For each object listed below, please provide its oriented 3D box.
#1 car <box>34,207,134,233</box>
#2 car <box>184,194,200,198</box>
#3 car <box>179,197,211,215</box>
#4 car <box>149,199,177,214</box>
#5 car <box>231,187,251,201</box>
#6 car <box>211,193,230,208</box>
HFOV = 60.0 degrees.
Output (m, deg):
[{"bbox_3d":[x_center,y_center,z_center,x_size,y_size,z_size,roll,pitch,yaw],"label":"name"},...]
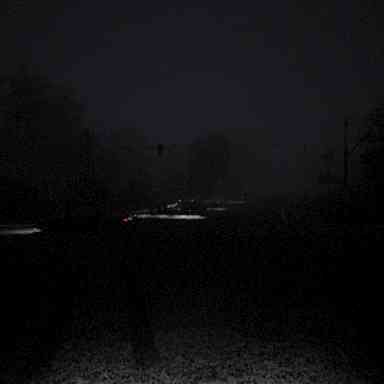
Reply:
[{"bbox_3d":[-6.125,1.578,19.228,5.357,1.411,2.033,0,0,1],"label":"car"},{"bbox_3d":[-0.168,1.107,44.848,2.097,1.767,4.553,0,2,19],"label":"car"},{"bbox_3d":[0.252,1.565,33.815,1.994,1.385,4.181,0,1,14],"label":"car"},{"bbox_3d":[-2.984,1.496,35.273,1.837,1.490,4.892,0,1,15],"label":"car"},{"bbox_3d":[8.521,0.286,57.074,2.150,2.045,5.566,0,3,26],"label":"car"},{"bbox_3d":[3.389,1.255,44.477,1.812,1.442,4.674,0,2,20],"label":"car"}]
